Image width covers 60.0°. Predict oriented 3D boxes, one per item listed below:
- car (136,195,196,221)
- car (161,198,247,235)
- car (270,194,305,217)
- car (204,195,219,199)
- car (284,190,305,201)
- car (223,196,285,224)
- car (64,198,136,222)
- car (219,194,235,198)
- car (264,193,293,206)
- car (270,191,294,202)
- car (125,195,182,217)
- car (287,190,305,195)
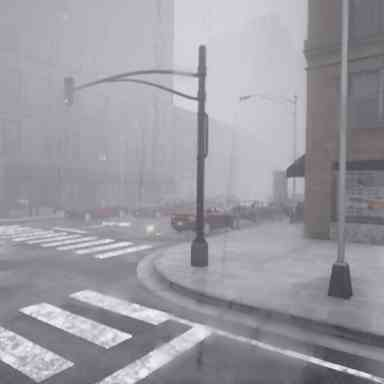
[{"bbox_3d":[-1.970,1.045,23.101,1.882,1.535,5.008,1,2,36],"label":"car"},{"bbox_3d":[0.766,1.264,16.857,1.887,1.381,4.507,2,2,36],"label":"car"},{"bbox_3d":[7.205,1.126,25.787,1.947,1.339,4.313,2,2,36],"label":"car"},{"bbox_3d":[0.290,0.958,30.771,1.887,1.381,4.507,2,2,36],"label":"car"},{"bbox_3d":[16.390,0.462,53.091,1.967,1.590,4.097,2,2,36],"label":"car"},{"bbox_3d":[3.985,1.190,21.322,2.008,1.369,4.403,2,2,36],"label":"car"},{"bbox_3d":[-6.149,1.117,21.840,1.887,1.381,4.507,2,2,36],"label":"car"},{"bbox_3d":[3.509,0.900,35.236,1.947,1.339,4.313,2,2,36],"label":"car"},{"bbox_3d":[10.487,0.826,40.349,1.994,1.385,4.181,1,2,36],"label":"car"},{"bbox_3d":[13.168,0.644,48.630,1.887,1.381,4.507,2,2,36],"label":"car"},{"bbox_3d":[-2.929,1.037,26.306,1.887,1.381,4.507,2,2,36],"label":"car"},{"bbox_3d":[10.426,0.921,30.249,1.967,1.590,4.097,2,2,36],"label":"car"}]
